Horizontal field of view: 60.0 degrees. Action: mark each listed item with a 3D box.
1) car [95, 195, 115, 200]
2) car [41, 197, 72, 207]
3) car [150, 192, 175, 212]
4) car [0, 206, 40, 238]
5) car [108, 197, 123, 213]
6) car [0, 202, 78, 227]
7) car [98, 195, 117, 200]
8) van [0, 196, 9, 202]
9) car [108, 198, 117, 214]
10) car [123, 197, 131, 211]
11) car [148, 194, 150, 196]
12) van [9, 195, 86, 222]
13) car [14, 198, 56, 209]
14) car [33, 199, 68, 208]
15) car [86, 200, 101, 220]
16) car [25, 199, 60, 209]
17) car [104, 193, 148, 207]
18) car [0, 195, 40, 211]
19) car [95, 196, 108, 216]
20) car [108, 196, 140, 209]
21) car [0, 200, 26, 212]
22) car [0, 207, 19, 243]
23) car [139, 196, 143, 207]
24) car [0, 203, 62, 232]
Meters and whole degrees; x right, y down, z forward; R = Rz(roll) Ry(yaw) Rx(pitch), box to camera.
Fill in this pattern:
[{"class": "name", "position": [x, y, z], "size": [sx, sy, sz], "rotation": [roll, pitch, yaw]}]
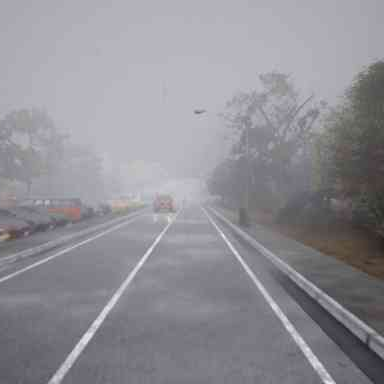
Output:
[{"class": "car", "position": [-23.486, 1.425, 89.861], "size": [4.674, 1.452, 2.002], "rotation": [0, 0, 0]}, {"class": "car", "position": [-23.308, 1.705, 57.320], "size": [4.553, 1.767, 2.185], "rotation": [0, -1, 0]}, {"class": "car", "position": [-3.396, 1.358, 40.310], "size": [2.150, 2.045, 5.566], "rotation": [0, -1, 0]}, {"class": "car", "position": [-10.237, 1.558, 15.790], "size": [4.792, 1.488, 2.163], "rotation": [0, 0, 0]}, {"class": "car", "position": [-10.419, 1.593, 35.216], "size": [5.366, 1.575, 1.946], "rotation": [0, -1, 0]}, {"class": "car", "position": [-10.228, 1.571, 21.343], "size": [4.792, 1.488, 2.163], "rotation": [0, 0, 0]}, {"class": "car", "position": [-23.479, 1.435, 92.646], "size": [4.674, 1.452, 2.002], "rotation": [0, 0, 0]}, {"class": "van", "position": [-23.426, 1.393, 37.934], "size": [4.442, 1.987, 1.878], "rotation": [0, -1, 0]}, {"class": "car", "position": [-10.232, 1.578, 32.448], "size": [4.892, 1.521, 2.231], "rotation": [0, -1, 0]}, {"class": "car", "position": [-10.044, 1.616, 37.868], "size": [5.366, 1.575, 1.946], "rotation": [0, -1, 0]}, {"class": "car", "position": [-10.381, 1.406, 87.237], "size": [4.792, 1.488, 2.163], "rotation": [0, 0, 0]}, {"class": "van", "position": [-10.369, 1.323, 24.120], "size": [4.442, 1.987, 1.878], "rotation": [0, 0, 0]}, {"class": "car", "position": [-23.105, 1.737, 49.133], "size": [5.366, 1.575, 1.946], "rotation": [0, -1, 0]}, {"class": "car", "position": [-23.251, 1.831, 54.673], "size": [4.792, 1.488, 2.163], "rotation": [0, -1, 0]}, {"class": "car", "position": [-10.277, 1.585, 26.896], "size": [4.792, 1.488, 2.163], "rotation": [0, 0, 0]}, {"class": "car", "position": [-23.283, 1.811, 51.903], "size": [4.674, 1.452, 2.002], "rotation": [0, -1, 0]}, {"class": "car", "position": [-10.234, 1.520, 51.872], "size": [5.566, 2.045, 2.435], "rotation": [0, -1, 0]}, {"class": "car", "position": [-23.328, 1.427, 43.597], "size": [5.566, 2.045, 2.435], "rotation": [0, -1, 0]}, {"class": "car", "position": [-10.274, 1.438, 29.669], "size": [4.553, 1.767, 2.185], "rotation": [0, 0, 0]}, {"class": "car", "position": [-10.034, 1.676, 43.541], "size": [5.366, 1.575, 1.946], "rotation": [0, -1, 0]}, {"class": "car", "position": [-23.276, 1.677, 40.825], "size": [4.792, 1.488, 2.163], "rotation": [0, -1, 0]}, {"class": "car", "position": [-10.085, 1.519, 13.014], "size": [5.366, 1.575, 1.946], "rotation": [0, 0, 0]}, {"class": "car", "position": [-10.396, 1.738, 49.093], "size": [5.366, 1.575, 1.946], "rotation": [0, -1, 0]}, {"class": "car", "position": [-10.232, 1.565, 18.567], "size": [4.792, 1.488, 2.163], "rotation": [0, 0, 0]}]
